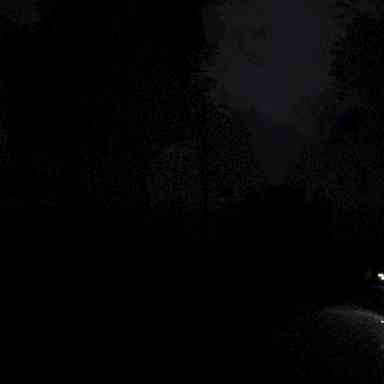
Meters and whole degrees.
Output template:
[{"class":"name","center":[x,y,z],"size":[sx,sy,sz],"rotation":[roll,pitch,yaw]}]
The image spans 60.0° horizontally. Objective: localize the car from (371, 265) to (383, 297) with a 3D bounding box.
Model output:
[{"class":"car","center":[6.176,1.550,7.255],"size":[5.357,1.411,2.033],"rotation":[0,0,-33]}]
